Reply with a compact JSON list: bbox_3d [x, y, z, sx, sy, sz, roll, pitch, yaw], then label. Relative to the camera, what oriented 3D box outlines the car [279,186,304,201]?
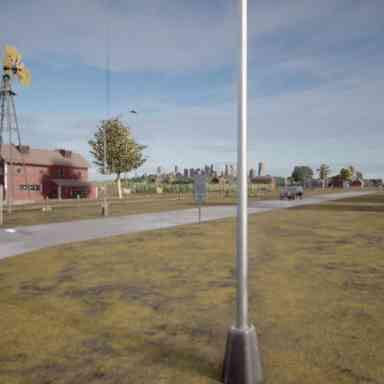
[{"bbox_3d":[14.835,0.164,49.275,2.150,2.045,5.566,1,2,36],"label":"car"}]
